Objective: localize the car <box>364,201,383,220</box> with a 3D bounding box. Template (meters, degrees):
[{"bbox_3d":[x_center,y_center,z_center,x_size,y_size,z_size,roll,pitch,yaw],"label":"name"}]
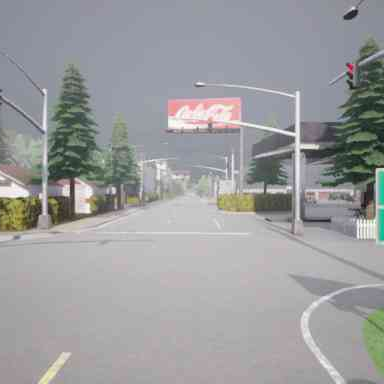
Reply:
[{"bbox_3d":[18.712,1.667,30.641,4.611,1.667,2.242,0,0,0],"label":"car"}]

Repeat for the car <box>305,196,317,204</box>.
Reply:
[{"bbox_3d":[22.538,1.543,64.035,1.970,1.475,3.806,0,0,0],"label":"car"}]

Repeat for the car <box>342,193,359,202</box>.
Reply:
[{"bbox_3d":[34.946,1.479,71.820,2.007,1.523,4.514,0,0,0],"label":"car"}]

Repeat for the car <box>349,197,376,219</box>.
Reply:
[{"bbox_3d":[14.383,1.501,24.973,3.866,1.878,1.905,0,0,0],"label":"car"}]
